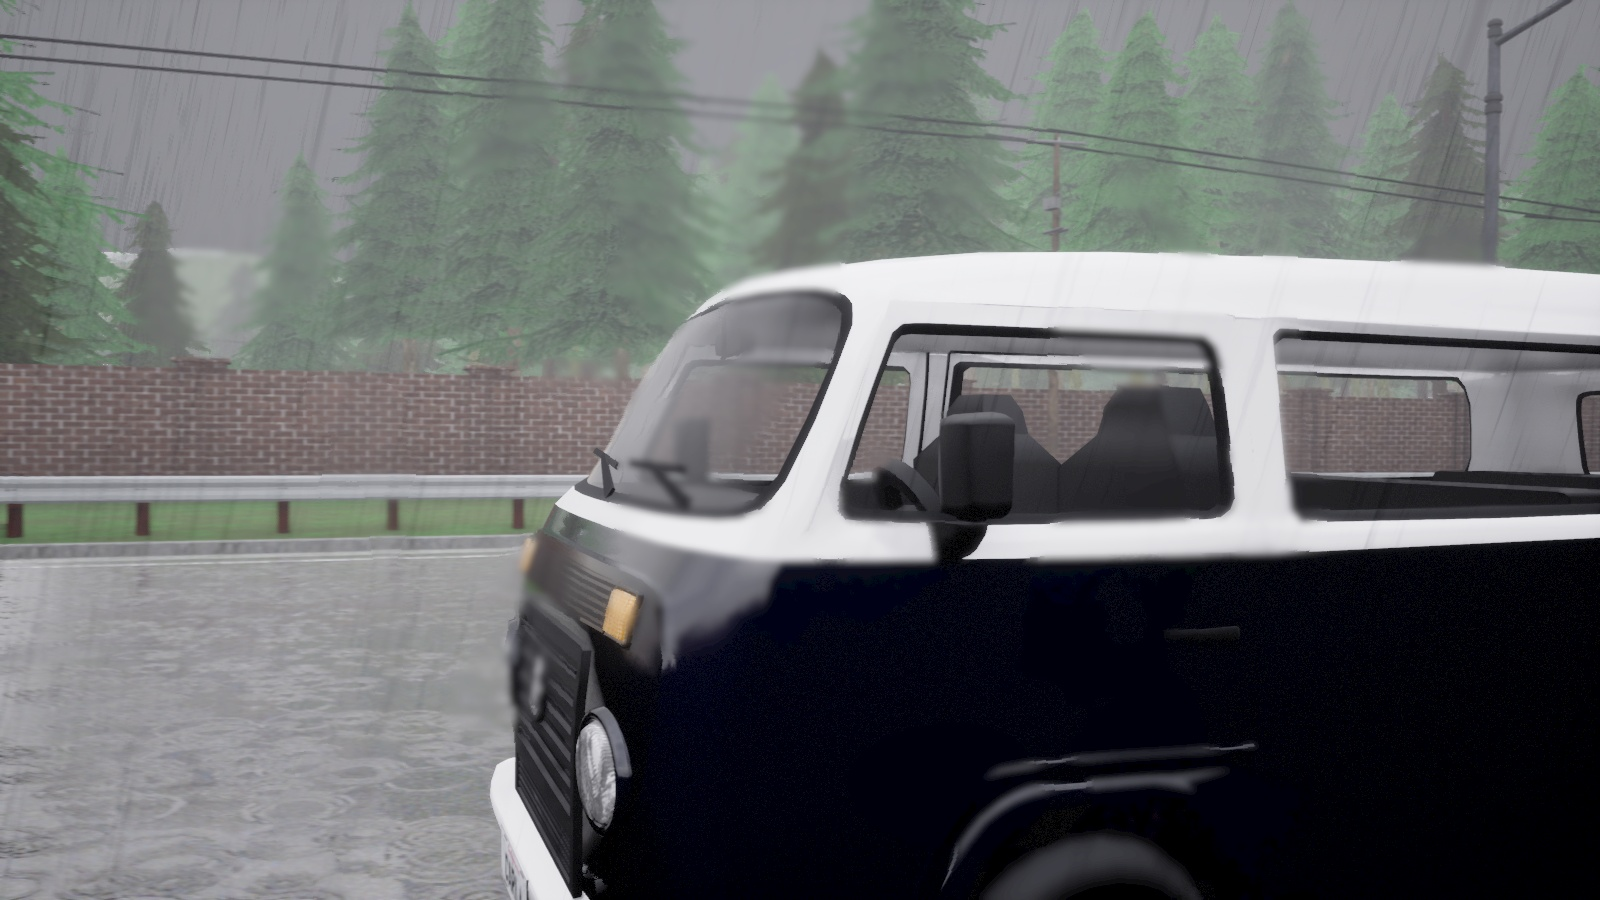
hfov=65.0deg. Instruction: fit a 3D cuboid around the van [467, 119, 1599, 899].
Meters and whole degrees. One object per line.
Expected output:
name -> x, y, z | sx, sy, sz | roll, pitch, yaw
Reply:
van -> 1.428, 0.444, 3.778 | 4.480, 2.038, 2.069 | -1, 1, -21
